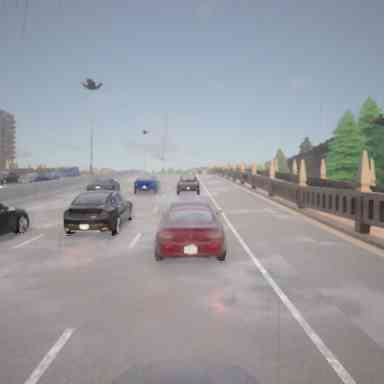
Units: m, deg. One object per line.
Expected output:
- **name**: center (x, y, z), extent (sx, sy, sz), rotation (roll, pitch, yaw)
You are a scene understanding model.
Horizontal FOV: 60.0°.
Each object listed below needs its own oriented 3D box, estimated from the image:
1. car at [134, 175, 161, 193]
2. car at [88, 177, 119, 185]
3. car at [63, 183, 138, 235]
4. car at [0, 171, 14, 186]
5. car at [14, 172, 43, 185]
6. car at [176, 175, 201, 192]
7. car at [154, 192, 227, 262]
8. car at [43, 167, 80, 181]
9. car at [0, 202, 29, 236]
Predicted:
- **car**: center (-3.815, -0.775, 28.903), extent (1.882, 1.535, 5.008), rotation (0, 5, -1)
- **car**: center (-7.301, -0.567, 27.680), extent (1.994, 1.385, 4.181), rotation (0, 5, -1)
- **car**: center (-3.587, 0.679, 13.369), extent (1.837, 1.490, 4.892), rotation (0, 5, -1)
- **car**: center (-21.635, -1.575, 38.407), extent (1.837, 1.490, 4.892), rotation (0, 5, -1)
- **car**: center (-18.134, -1.555, 38.327), extent (1.812, 1.442, 4.674), rotation (0, 5, -1)
- **car**: center (-0.305, -0.686, 27.997), extent (2.128, 1.511, 4.902), rotation (0, 5, -1)
- **car**: center (-0.050, 0.976, 9.857), extent (1.812, 1.442, 4.674), rotation (0, 4, -1)
- **car**: center (-14.641, -1.882, 38.449), extent (2.150, 2.045, 5.566), rotation (0, 5, -1)
- **car**: center (-7.058, 0.918, 10.608), extent (1.837, 1.490, 4.892), rotation (0, 5, -1)
